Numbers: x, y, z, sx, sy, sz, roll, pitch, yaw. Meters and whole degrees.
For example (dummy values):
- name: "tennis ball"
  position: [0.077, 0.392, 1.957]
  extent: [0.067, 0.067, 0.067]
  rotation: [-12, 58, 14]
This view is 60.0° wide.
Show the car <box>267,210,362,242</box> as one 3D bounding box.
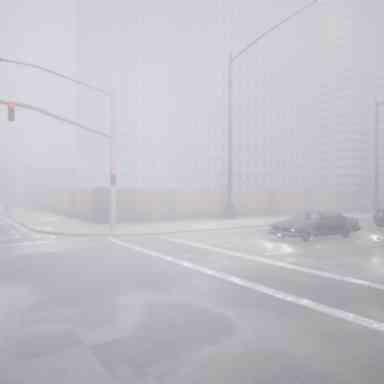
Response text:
- name: "car"
  position: [6.323, 1.621, 16.862]
  extent: [5.357, 1.411, 2.033]
  rotation: [0, 0, -31]

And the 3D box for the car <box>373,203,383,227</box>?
- name: "car"
  position: [14.582, 1.347, 22.486]
  extent: [5.566, 2.045, 2.150]
  rotation: [0, 0, -34]
